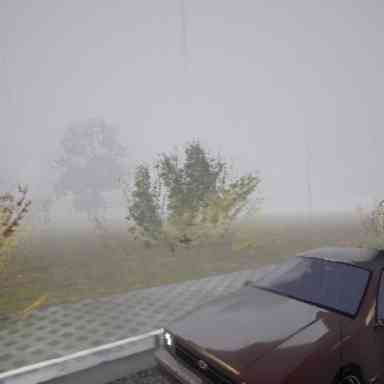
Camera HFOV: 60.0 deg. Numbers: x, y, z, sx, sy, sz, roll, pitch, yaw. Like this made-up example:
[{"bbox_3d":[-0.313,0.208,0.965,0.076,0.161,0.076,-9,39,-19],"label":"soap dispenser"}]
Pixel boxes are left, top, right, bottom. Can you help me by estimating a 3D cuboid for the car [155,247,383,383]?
[{"bbox_3d":[2.199,1.548,4.643,5.357,1.411,2.033,0,0,-36],"label":"car"}]
